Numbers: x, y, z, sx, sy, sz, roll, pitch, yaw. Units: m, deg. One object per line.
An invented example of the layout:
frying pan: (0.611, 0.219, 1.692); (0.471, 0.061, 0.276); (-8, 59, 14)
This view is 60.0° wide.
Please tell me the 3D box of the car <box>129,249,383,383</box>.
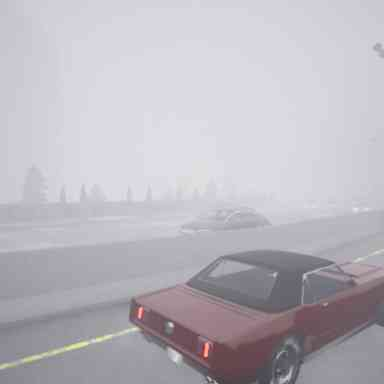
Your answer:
car: (1.532, 1.602, 5.233); (4.718, 1.301, 1.895); (0, 0, -39)

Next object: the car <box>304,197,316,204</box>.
car: (21.826, 1.595, 61.685); (1.895, 1.301, 4.718); (0, 0, 15)

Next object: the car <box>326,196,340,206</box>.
car: (23.831, 1.462, 56.410); (1.882, 1.535, 5.008); (0, 0, 18)

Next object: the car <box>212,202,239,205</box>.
car: (2.744, 1.536, 20.903); (1.812, 1.442, 4.674); (0, 0, 44)

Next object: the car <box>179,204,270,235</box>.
car: (1.551, 1.500, 14.846); (4.902, 1.511, 2.128); (0, 0, -43)

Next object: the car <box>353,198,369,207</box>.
car: (25.134, 1.578, 49.616); (1.895, 1.301, 4.718); (0, 0, 22)
